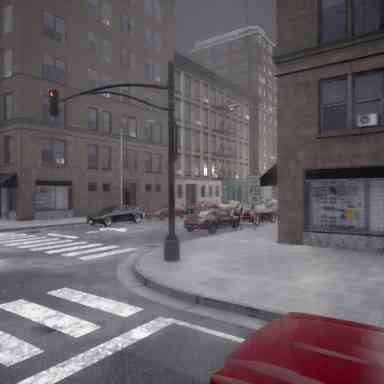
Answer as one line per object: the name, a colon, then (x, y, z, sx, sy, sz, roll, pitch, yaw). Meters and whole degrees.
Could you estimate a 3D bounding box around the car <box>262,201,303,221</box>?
car: (7.696, 1.494, 27.990, 1.752, 1.417, 4.829, 0, 0, 36)

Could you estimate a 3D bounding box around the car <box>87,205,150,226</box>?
car: (-5.351, 1.588, 23.538, 1.947, 1.339, 4.313, 0, 0, 36)

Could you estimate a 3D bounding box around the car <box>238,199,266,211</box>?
car: (7.486, 1.598, 41.494, 1.802, 1.307, 4.206, 0, 0, 36)

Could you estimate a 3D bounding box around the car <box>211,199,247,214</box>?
car: (4.177, 1.542, 36.867, 1.752, 1.417, 4.829, 0, 0, 36)

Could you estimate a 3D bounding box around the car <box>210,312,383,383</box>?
car: (2.381, 1.601, 1.991, 4.718, 1.301, 1.895, 0, 0, 36)

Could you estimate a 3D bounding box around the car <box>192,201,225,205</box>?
car: (1.067, 1.563, 32.516, 1.887, 1.381, 4.507, 0, 0, 36)

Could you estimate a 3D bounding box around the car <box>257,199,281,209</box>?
car: (10.695, 1.599, 45.983, 1.802, 1.307, 4.206, 0, 0, 36)

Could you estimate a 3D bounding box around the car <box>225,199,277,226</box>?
car: (4.387, 1.411, 23.362, 1.967, 1.590, 4.097, 0, 0, 36)

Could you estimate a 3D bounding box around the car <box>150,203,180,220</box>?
car: (-2.142, 1.602, 28.027, 1.802, 1.307, 4.206, 0, 0, 36)

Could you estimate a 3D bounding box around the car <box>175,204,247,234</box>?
car: (1.178, 1.554, 18.872, 1.802, 1.307, 4.206, 0, 0, 36)
